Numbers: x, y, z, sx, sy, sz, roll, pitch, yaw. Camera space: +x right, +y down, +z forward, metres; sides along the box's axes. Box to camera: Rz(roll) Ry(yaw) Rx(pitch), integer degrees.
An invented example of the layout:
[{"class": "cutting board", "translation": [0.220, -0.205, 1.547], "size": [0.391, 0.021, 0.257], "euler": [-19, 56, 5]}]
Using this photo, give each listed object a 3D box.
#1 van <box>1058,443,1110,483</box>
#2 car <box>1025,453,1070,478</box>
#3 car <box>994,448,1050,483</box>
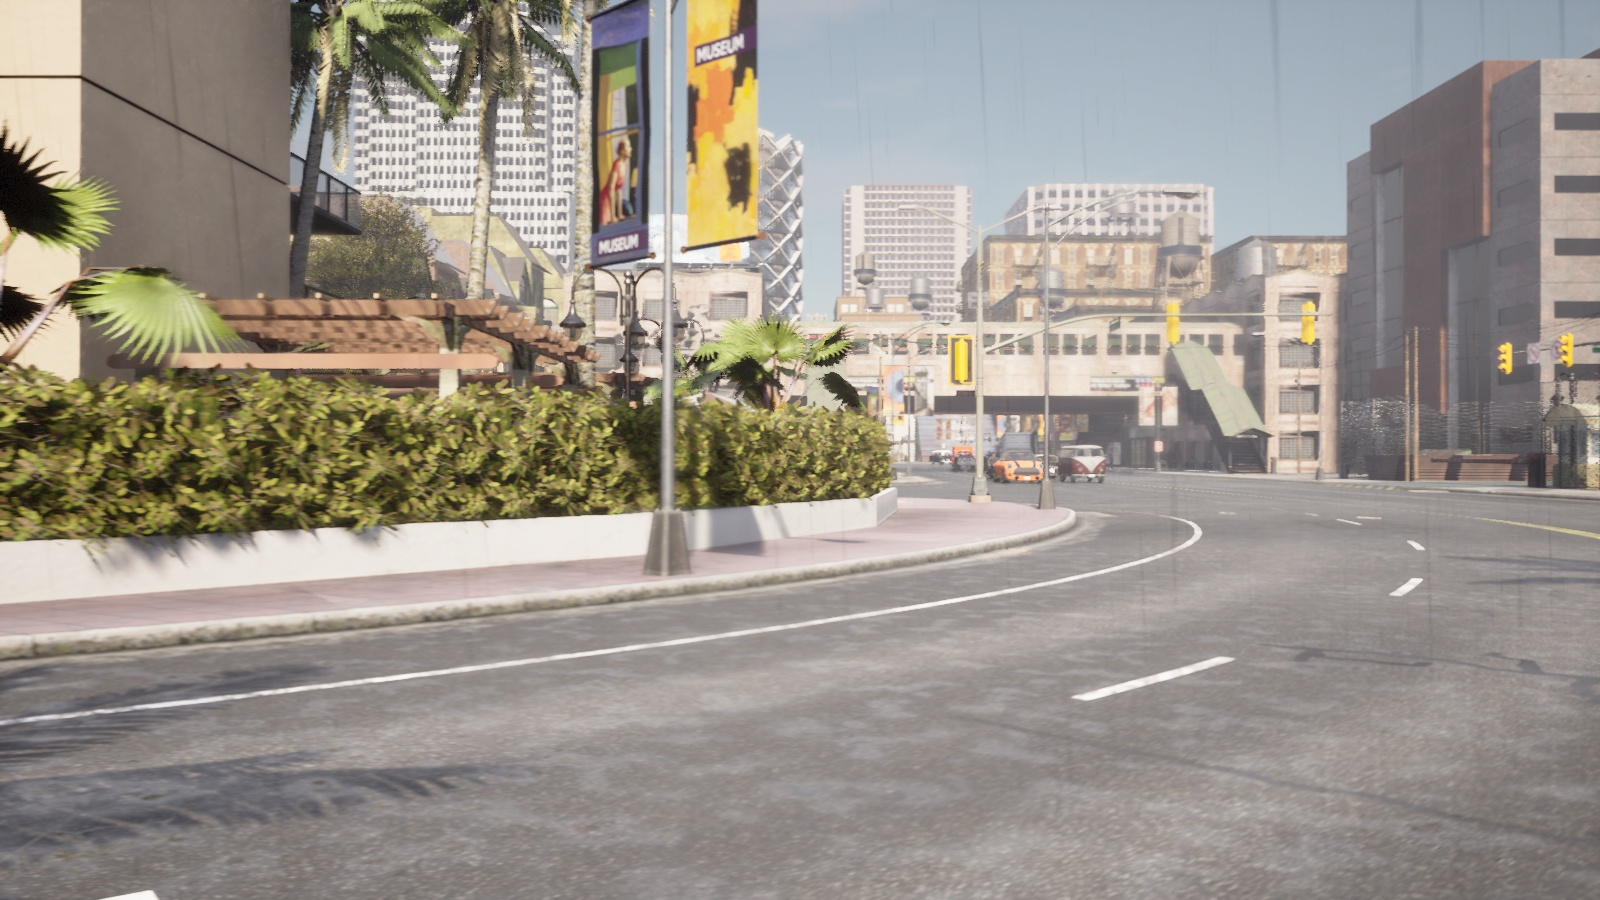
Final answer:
[{"class": "van", "translation": [14.874, 0.670, 65.930], "size": [1.775, 1.987, 4.442], "euler": [0, 0, 1]}, {"class": "car", "translation": [14.979, 0.915, 76.165], "size": [1.970, 1.475, 3.806], "euler": [0, 0, 1]}, {"class": "car", "translation": [11.360, 0.780, 64.542], "size": [2.097, 1.767, 4.553], "euler": [0, 0, 1]}]
